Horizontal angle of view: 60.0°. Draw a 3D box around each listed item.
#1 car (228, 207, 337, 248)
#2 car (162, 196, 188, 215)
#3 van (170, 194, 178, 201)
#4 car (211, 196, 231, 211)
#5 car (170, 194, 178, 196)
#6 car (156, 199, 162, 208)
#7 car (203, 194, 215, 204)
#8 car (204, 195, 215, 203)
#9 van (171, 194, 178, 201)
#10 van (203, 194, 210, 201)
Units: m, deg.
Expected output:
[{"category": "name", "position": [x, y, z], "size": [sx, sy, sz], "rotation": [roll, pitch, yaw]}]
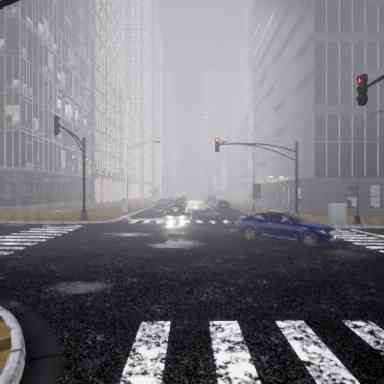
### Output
[{"category": "car", "position": [4.300, 1.608, 15.707], "size": [4.674, 1.442, 1.812], "rotation": [2, 1, 38]}, {"category": "car", "position": [-1.593, 1.508, 34.033], "size": [2.128, 1.511, 4.902], "rotation": [0, 0, 0]}, {"category": "van", "position": [-4.378, 1.321, 80.432], "size": [1.690, 1.788, 3.998], "rotation": [0, 0, 0]}, {"category": "car", "position": [3.817, 1.579, 41.795], "size": [1.947, 1.339, 4.313], "rotation": [0, 0, 0]}, {"category": "car", "position": [-4.264, 1.564, 63.850], "size": [1.947, 1.339, 4.313], "rotation": [0, 0, 0]}, {"category": "car", "position": [-4.150, 1.592, 47.267], "size": [1.802, 1.307, 4.206], "rotation": [0, 0, 0]}, {"category": "car", "position": [3.616, 1.313, 63.903], "size": [2.192, 1.841, 5.009], "rotation": [0, 0, 0]}, {"category": "car", "position": [3.578, 1.432, 69.432], "size": [1.967, 1.590, 4.097], "rotation": [0, 0, 0]}, {"category": "van", "position": [-4.416, 1.315, 85.960], "size": [1.690, 1.788, 3.998], "rotation": [0, 0, 0]}, {"category": "van", "position": [3.502, 1.321, 80.486], "size": [1.690, 1.788, 3.998], "rotation": [0, 0, 0]}]
